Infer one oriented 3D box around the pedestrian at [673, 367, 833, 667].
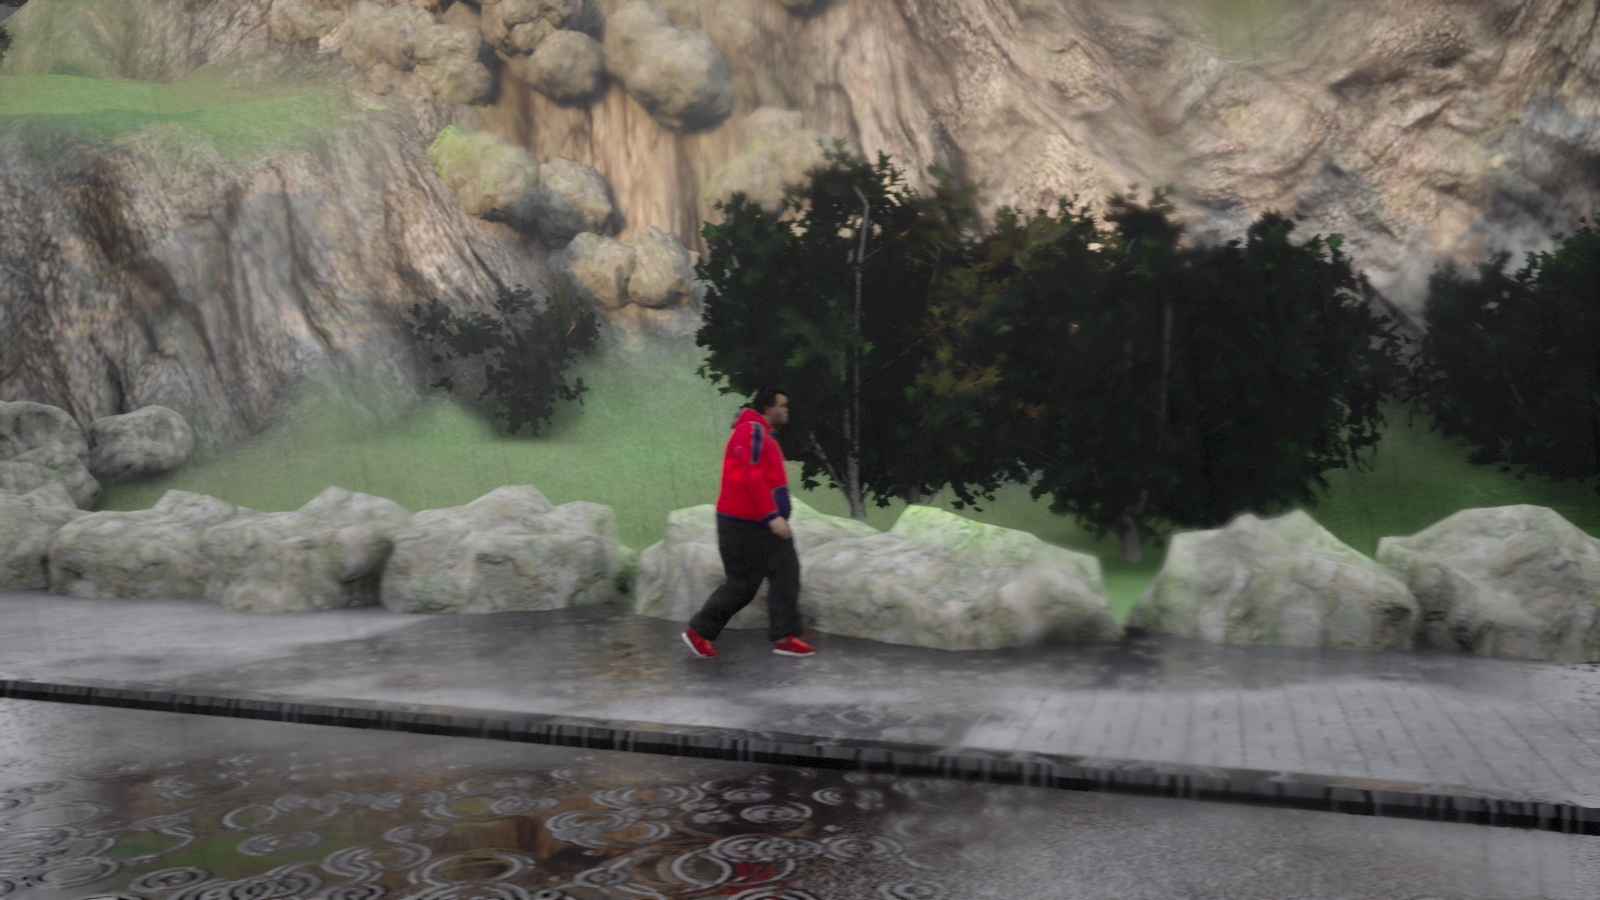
[{"bbox_3d":[-0.290,0.405,8.122,0.899,1.844,0.634,0,1,12],"label":"pedestrian"}]
